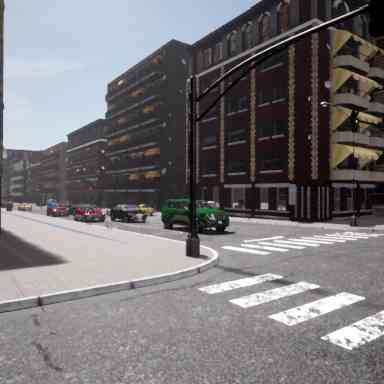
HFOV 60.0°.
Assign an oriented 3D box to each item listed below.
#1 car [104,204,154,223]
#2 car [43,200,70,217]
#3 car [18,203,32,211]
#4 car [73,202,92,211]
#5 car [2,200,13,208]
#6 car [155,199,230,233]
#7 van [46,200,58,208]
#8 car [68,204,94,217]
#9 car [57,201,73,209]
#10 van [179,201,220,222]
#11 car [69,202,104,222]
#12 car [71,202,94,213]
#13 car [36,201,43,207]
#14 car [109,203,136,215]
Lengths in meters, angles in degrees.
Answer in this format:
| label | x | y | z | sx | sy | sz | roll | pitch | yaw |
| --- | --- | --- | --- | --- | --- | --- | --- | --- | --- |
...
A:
| label | x | y | z | sx | sy | sz | roll | pitch | yaw |
| --- | --- | --- | --- | --- | --- | --- | --- | --- | --- |
| car | -5.823 | 1.924 | 30.069 | 2.128 | 1.511 | 4.902 | 0 | -1 | -36 |
| car | -16.128 | 2.094 | 39.978 | 1.967 | 1.590 | 4.097 | -1 | 0 | -36 |
| car | -29.215 | 2.551 | 58.153 | 1.752 | 1.417 | 4.829 | -1 | 0 | -36 |
| car | -19.370 | 2.496 | 58.709 | 1.752 | 1.417 | 4.829 | -1 | 0 | -36 |
| car | -42.507 | 2.719 | 76.606 | 2.192 | 1.841 | 5.009 | -1 | 0 | -36 |
| car | 0.042 | 1.490 | 21.923 | 2.150 | 2.045 | 5.566 | 0 | -1 | -36 |
| van | -32.463 | 2.684 | 76.886 | 1.690 | 1.788 | 3.998 | -1 | 0 | -36 |
| car | -13.785 | 2.221 | 41.158 | 1.994 | 1.385 | 4.181 | 0 | -1 | -35 |
| car | -25.866 | 2.596 | 67.728 | 1.967 | 1.590 | 4.097 | -1 | 0 | -36 |
| van | 0.646 | 1.751 | 31.200 | 1.690 | 1.788 | 3.998 | -1 | 0 | -36 |
| car | -9.534 | 1.908 | 30.821 | 1.967 | 1.590 | 4.097 | -1 | 0 | -36 |
| car | -16.776 | 2.306 | 50.753 | 1.882 | 1.535 | 5.008 | 0 | -1 | -36 |
| car | -39.051 | 3.098 | 86.040 | 1.947 | 1.339 | 4.313 | -1 | 0 | -36 |
| car | -9.378 | 2.253 | 44.835 | 1.947 | 1.339 | 4.313 | -1 | 0 | -36 |
